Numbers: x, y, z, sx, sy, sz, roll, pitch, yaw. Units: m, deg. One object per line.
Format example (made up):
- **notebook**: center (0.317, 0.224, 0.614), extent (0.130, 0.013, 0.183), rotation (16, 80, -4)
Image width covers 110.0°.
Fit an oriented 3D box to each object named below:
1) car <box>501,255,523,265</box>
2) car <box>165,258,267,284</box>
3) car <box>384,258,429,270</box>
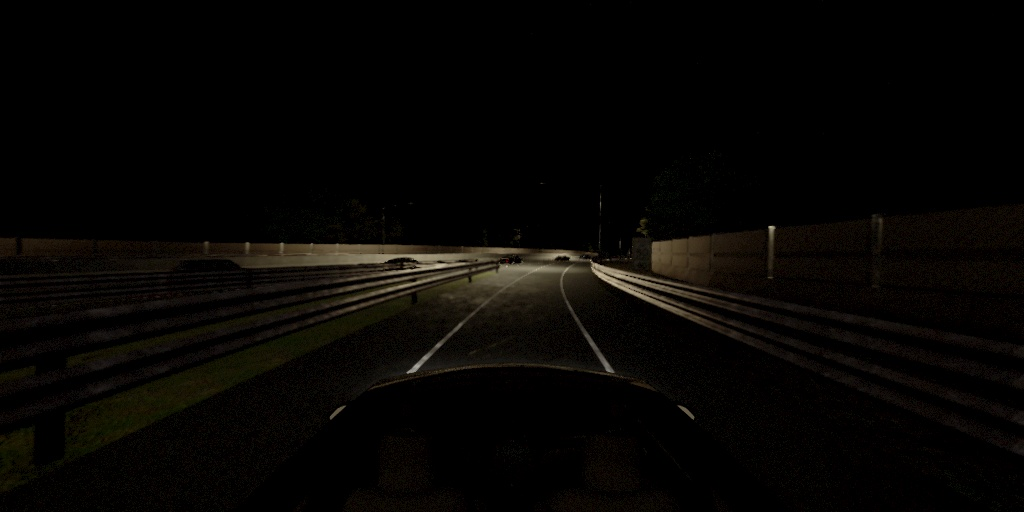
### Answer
- **car**: center (0.024, 0.591, 54.173), extent (1.837, 1.490, 4.892), rotation (1, 1, 27)
- **car**: center (-17.154, 0.980, 21.145), extent (2.097, 1.767, 4.553), rotation (1, 2, 27)
- **car**: center (-10.110, 0.893, 34.689), extent (1.837, 1.490, 4.892), rotation (1, 1, 27)
